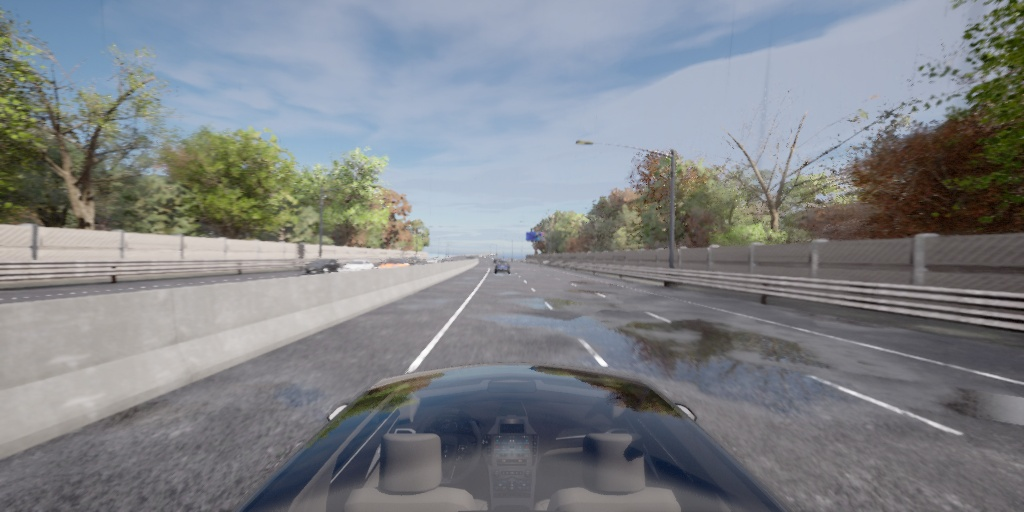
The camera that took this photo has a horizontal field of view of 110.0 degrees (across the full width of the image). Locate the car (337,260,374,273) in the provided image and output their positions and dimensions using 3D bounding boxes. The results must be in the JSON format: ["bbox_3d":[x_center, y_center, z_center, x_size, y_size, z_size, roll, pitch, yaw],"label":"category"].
[{"bbox_3d":[-14.954,1.093,35.127,1.812,1.442,4.674,1,0,-2],"label":"car"}]

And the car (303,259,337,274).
[{"bbox_3d":[-18.456,1.005,35.202,1.837,1.490,4.892,1,0,-2],"label":"car"}]

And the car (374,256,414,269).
[{"bbox_3d":[-11.453,0.989,35.192,2.097,1.767,4.553,1,0,-2],"label":"car"}]

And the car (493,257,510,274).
[{"bbox_3d":[-1.205,1.295,44.613,2.033,1.649,4.856,1,0,-2],"label":"car"}]
